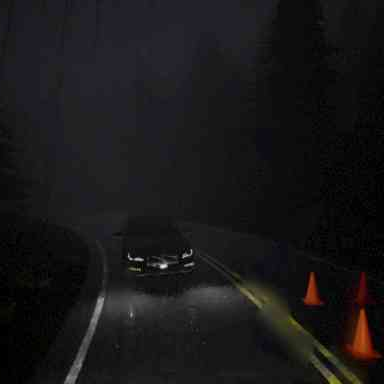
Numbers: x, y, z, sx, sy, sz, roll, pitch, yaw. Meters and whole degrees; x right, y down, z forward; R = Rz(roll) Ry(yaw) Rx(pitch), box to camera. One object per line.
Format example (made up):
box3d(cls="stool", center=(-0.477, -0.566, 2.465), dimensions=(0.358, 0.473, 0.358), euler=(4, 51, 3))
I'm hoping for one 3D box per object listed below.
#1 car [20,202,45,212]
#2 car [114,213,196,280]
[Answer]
box3d(cls="car", center=(-19.389, 1.839, 40.058), dimensions=(1.895, 1.301, 4.718), euler=(-4, 1, -42))
box3d(cls="car", center=(-1.273, 1.465, 10.080), dimensions=(1.837, 1.490, 4.892), euler=(-1, 1, -15))
